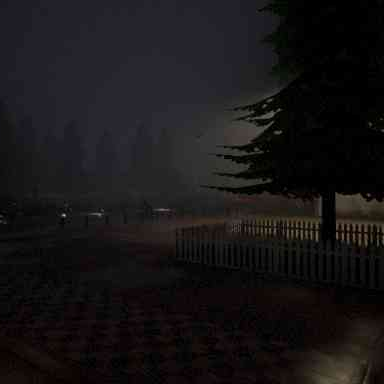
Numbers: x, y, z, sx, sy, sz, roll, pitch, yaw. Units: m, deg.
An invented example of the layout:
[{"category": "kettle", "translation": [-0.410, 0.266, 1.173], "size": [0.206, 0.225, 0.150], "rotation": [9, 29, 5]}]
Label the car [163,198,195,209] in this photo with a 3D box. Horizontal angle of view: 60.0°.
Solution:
[{"category": "car", "translation": [-1.653, 1.547, 45.656], "size": [2.033, 1.411, 5.357], "rotation": [0, 0, 36]}]

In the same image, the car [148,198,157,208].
[{"category": "car", "translation": [-6.608, 1.526, 44.753], "size": [1.812, 1.442, 4.674], "rotation": [0, 0, 36]}]

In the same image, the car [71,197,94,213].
[{"category": "car", "translation": [-12.554, 1.352, 36.419], "size": [2.097, 1.767, 4.553], "rotation": [0, 0, 36]}]

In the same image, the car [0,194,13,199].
[{"category": "car", "translation": [-18.155, 1.222, 28.566], "size": [2.150, 2.045, 5.566], "rotation": [0, 0, 35]}]

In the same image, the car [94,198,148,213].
[{"category": "car", "translation": [-7.822, 1.547, 37.028], "size": [2.033, 1.411, 5.357], "rotation": [0, 0, 35]}]

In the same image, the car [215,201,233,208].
[{"category": "car", "translation": [5.157, 1.564, 48.940], "size": [1.994, 1.385, 4.181], "rotation": [0, 0, 35]}]

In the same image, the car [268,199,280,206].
[{"category": "car", "translation": [14.335, 1.547, 55.724], "size": [2.033, 1.411, 5.357], "rotation": [0, 0, 36]}]

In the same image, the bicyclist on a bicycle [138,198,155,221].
[{"category": "bicyclist on a bicycle", "translation": [-3.363, 1.302, 24.363], "size": [1.656, 1.620, 0.582], "rotation": [0, 0, 35]}]

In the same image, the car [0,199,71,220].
[{"category": "car", "translation": [-13.668, 1.547, 28.831], "size": [2.033, 1.411, 5.357], "rotation": [0, 0, 35]}]

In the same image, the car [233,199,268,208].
[{"category": "car", "translation": [8.425, 1.221, 47.423], "size": [2.150, 2.045, 5.566], "rotation": [0, 0, 36]}]
